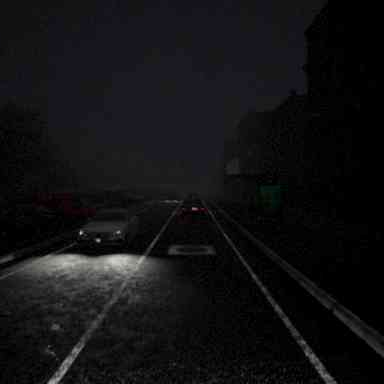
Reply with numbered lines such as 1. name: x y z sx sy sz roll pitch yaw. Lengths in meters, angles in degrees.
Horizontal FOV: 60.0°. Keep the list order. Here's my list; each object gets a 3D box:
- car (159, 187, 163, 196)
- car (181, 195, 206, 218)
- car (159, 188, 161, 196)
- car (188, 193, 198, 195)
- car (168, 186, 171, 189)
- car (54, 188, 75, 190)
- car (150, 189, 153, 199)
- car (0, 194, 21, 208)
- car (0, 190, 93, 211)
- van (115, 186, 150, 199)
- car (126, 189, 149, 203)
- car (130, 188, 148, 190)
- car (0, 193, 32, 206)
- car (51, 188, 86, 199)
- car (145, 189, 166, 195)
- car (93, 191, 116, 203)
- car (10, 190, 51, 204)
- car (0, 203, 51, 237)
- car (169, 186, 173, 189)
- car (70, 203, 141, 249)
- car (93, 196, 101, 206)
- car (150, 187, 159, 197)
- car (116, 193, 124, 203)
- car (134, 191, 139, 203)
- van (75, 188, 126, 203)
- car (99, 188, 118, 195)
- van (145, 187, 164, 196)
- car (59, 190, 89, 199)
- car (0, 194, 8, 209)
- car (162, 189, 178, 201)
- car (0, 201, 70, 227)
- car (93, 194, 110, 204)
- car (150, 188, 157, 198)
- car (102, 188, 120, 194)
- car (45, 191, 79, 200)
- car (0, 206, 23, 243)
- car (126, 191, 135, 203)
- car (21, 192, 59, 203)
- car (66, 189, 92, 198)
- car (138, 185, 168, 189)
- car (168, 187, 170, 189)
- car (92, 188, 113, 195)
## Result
1. car: -9.372 0.321 68.503 5.366 1.575 1.946 0 1 1
2. car: 0.122 1.228 26.503 2.033 1.411 5.357 0 1 0
3. car: -9.218 0.387 65.719 4.892 1.521 2.231 0 1 1
4. car: 0.185 0.851 45.317 2.033 1.411 5.357 0 1 0
5. car: -9.018 -0.143 90.762 4.792 1.488 2.163 0 1 1
6. car: -22.358 0.496 54.680 4.553 1.767 2.185 0 1 1
7. car: -9.281 0.656 54.589 4.792 1.488 2.163 0 1 1
8. car: -22.545 0.969 37.978 4.892 1.521 2.231 0 1 1
9. car: -9.635 1.054 21.191 5.566 2.045 2.435 0 1 1
10. van: -9.218 0.461 51.737 4.442 1.987 1.878 0 1 0
11. car: -9.199 0.798 46.239 5.366 1.575 1.946 0 1 1
12. car: -9.328 0.617 49.020 4.553 1.767 2.185 0 1 1
13. car: -22.542 0.941 40.761 4.792 1.488 2.163 0 1 1
14. car: -22.312 0.250 60.248 5.566 2.045 2.435 0 1 0
15. car: -9.056 0.016 82.414 4.892 1.521 2.231 0 1 1
16. car: -9.502 1.017 29.416 4.553 1.767 2.185 0 1 1
17. car: -22.433 0.671 46.328 4.553 1.767 2.185 0 1 1
18. car: -9.627 1.441 15.629 4.792 1.488 2.163 0 1 1
19. car: -8.779 -0.237 93.542 5.366 1.575 1.946 0 1 1
20. car: -3.333 1.421 14.142 1.812 1.442 4.674 0 1 0
21. car: -9.577 1.250 23.979 5.008 1.535 2.097 0 1 1
22. car: -9.205 0.321 62.932 4.553 1.767 2.185 0 1 1
23. car: -9.514 1.086 32.326 4.892 1.521 2.231 0 1 1
24. car: -9.428 0.916 40.674 5.008 1.535 2.097 0 1 1
25. van: -9.600 0.803 35.106 4.442 1.987 1.878 0 1 1
26. car: -22.125 -0.238 87.967 4.553 1.767 2.185 0 1 1
27. van: -8.972 -0.146 79.501 4.442 1.987 1.878 0 1 1
28. car: -22.322 0.443 63.036 4.892 1.521 2.231 0 1 1
29. car: -22.568 1.024 35.194 5.008 1.535 2.097 0 1 1
30. car: -3.189 0.662 54.300 2.033 1.411 5.357 0 1 1
31. car: -9.629 1.401 18.415 4.674 1.452 2.002 0 1 1
32. car: -9.743 1.192 26.763 5.366 1.575 1.946 0 1 1
33. car: -9.263 0.547 60.154 4.674 1.452 2.002 0 1 1
34. car: -22.100 -0.300 90.751 4.553 1.767 2.185 0 1 1
35. car: -22.370 0.561 57.467 5.008 1.535 2.097 0 1 1
36. car: -9.676 1.454 12.842 5.008 1.535 2.097 0 1 1
37. car: -9.464 0.972 37.892 5.008 1.535 2.097 0 1 1
38. car: -22.442 0.778 49.116 4.674 1.452 2.002 0 1 1
39. car: -22.322 0.255 65.819 4.553 1.767 2.185 0 1 1
40. car: -9.084 -0.112 76.843 5.566 2.045 2.435 0 1 1
41. car: -9.016 -0.070 87.980 4.674 1.452 2.002 0 1 1
42. car: -22.111 -0.116 82.522 4.553 1.767 2.185 0 1 1
